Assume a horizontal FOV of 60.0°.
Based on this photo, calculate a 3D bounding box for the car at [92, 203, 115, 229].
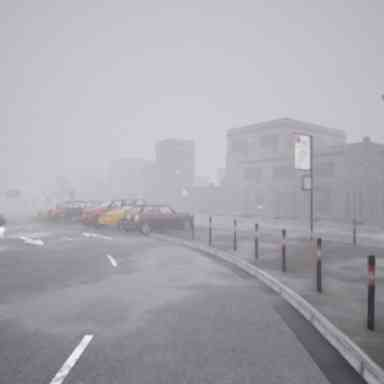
[{"bbox_3d":[-3.930,1.734,23.046,5.008,1.535,2.097,0,-1,-39],"label":"car"}]

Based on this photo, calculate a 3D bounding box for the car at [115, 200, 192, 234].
[{"bbox_3d":[-2.028,1.546,20.683,4.553,1.767,2.185,0,-1,-39],"label":"car"}]

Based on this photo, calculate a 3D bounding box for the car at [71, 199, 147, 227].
[{"bbox_3d":[-5.800,1.544,25.291,5.566,2.045,2.435,0,-2,-39],"label":"car"}]

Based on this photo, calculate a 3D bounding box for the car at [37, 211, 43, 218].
[{"bbox_3d":[-13.287,2.144,34.843,5.366,1.575,1.946,0,-2,-39],"label":"car"}]

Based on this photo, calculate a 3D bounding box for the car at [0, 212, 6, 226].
[{"bbox_3d":[-16.717,2.085,27.331,2.033,1.411,5.357,0,-2,-39],"label":"car"}]

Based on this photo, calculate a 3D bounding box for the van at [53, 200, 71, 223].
[{"bbox_3d":[-9.774,1.733,30.038,4.442,1.987,1.878,0,-2,-39],"label":"van"}]

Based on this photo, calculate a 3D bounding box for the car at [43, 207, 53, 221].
[{"bbox_3d":[-11.620,1.923,32.446,4.553,1.767,2.185,0,-2,-39],"label":"car"}]
